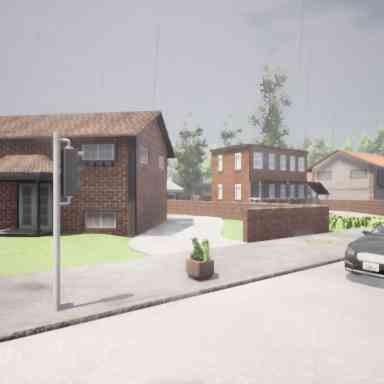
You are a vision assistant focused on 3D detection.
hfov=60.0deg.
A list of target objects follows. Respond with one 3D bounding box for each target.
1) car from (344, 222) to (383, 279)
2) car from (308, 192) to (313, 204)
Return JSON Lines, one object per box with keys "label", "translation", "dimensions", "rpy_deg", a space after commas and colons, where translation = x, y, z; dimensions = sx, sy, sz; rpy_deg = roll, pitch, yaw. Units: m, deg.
{"label": "car", "translation": [6.153, 1.491, 9.292], "dimensions": [4.902, 1.511, 2.128], "rpy_deg": [0, 0, -37]}
{"label": "car", "translation": [9.917, 0.973, 31.488], "dimensions": [3.866, 1.878, 1.905], "rpy_deg": [0, 0, -37]}
